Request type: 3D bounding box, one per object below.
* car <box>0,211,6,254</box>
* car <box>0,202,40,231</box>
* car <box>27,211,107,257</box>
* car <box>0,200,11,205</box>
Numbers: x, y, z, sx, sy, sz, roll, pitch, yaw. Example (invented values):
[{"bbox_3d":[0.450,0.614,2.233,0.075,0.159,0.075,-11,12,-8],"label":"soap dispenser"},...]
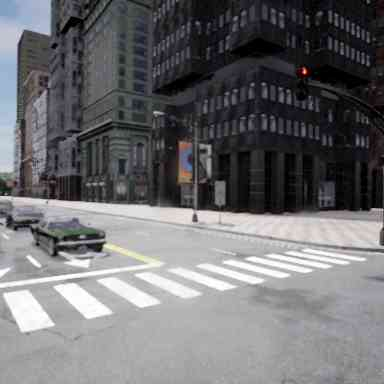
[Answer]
[{"bbox_3d":[-8.463,1.512,12.583,1.837,1.490,4.892,1,0,-35],"label":"car"},{"bbox_3d":[-10.660,1.591,21.308,2.033,1.411,5.357,1,0,-35],"label":"car"},{"bbox_3d":[-5.083,1.644,13.436,1.895,1.301,4.718,1,0,-35],"label":"car"},{"bbox_3d":[-17.857,1.554,31.492,1.837,1.490,4.892,1,-1,-35],"label":"car"}]
